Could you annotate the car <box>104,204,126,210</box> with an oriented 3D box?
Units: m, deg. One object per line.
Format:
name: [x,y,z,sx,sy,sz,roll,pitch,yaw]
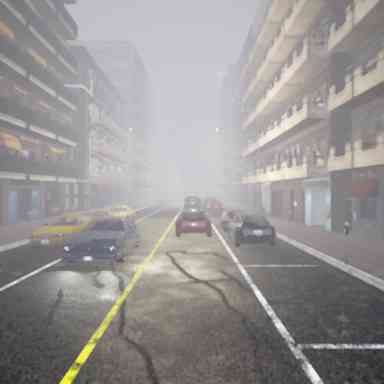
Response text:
car: [-5.720,1.659,20.995,1.752,1.417,4.829,-1,0,0]

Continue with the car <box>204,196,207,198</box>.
car: [2.631,1.634,49.459,2.192,1.841,5.009,-1,0,0]

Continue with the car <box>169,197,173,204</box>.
car: [-5.767,1.995,71.968,1.752,1.417,4.829,-1,0,0]

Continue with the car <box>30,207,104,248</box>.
car: [-5.716,1.623,15.331,1.752,1.417,4.829,-1,0,0]

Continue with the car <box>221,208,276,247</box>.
car: [2.665,1.665,15.475,1.947,1.339,4.313,-1,0,0]

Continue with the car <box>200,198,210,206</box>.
car: [2.618,1.960,66.619,1.752,1.417,4.829,-1,0,0]

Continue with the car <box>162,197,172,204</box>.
car: [-5.773,1.949,77.803,1.967,1.590,4.097,-1,0,0]

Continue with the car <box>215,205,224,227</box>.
car: [2.660,1.717,21.139,1.802,1.307,4.206,-1,0,0]

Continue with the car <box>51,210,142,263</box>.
car: [-3.111,1.628,12.603,2.033,1.411,5.357,0,0,0]

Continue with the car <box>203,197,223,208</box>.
car: [2.643,1.685,38.131,1.967,1.590,4.097,-1,0,0]

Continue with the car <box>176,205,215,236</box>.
car: [0.083,1.688,19.374,1.994,1.385,4.181,0,0,0]

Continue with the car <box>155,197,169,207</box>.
car: [-5.757,1.919,60.641,1.752,1.417,4.829,-1,0,0]

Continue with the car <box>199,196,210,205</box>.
car: [2.610,1.786,72.114,2.192,1.841,5.009,-1,0,0]

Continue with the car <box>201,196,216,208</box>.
car: [2.626,1.672,55.123,2.192,1.841,5.009,-1,0,0]

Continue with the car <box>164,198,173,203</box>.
car: [-5.776,2.113,83.465,1.947,1.339,4.313,-1,0,0]

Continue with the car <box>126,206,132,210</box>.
car: [-5.726,1.695,26.658,1.752,1.417,4.829,-1,0,0]

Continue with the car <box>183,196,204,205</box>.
car: [0.061,1.496,42.783,2.150,2.045,5.566,0,0,0]
